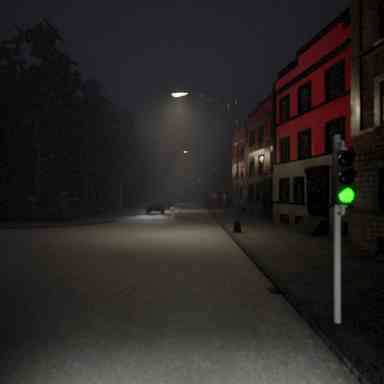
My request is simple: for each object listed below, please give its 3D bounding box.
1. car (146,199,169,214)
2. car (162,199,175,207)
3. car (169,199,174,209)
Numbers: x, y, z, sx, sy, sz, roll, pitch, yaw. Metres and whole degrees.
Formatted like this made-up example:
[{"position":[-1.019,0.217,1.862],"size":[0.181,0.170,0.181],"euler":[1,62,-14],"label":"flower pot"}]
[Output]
[{"position":[-4.113,1.788,38.425],"size":[1.895,1.301,4.718],"euler":[0,0,0],"label":"car"},{"position":[-4.093,1.882,57.819],"size":[1.895,1.301,4.718],"euler":[0,0,0],"label":"car"},{"position":[-4.112,1.724,47.804],"size":[2.128,1.511,4.902],"euler":[0,0,0],"label":"car"}]
